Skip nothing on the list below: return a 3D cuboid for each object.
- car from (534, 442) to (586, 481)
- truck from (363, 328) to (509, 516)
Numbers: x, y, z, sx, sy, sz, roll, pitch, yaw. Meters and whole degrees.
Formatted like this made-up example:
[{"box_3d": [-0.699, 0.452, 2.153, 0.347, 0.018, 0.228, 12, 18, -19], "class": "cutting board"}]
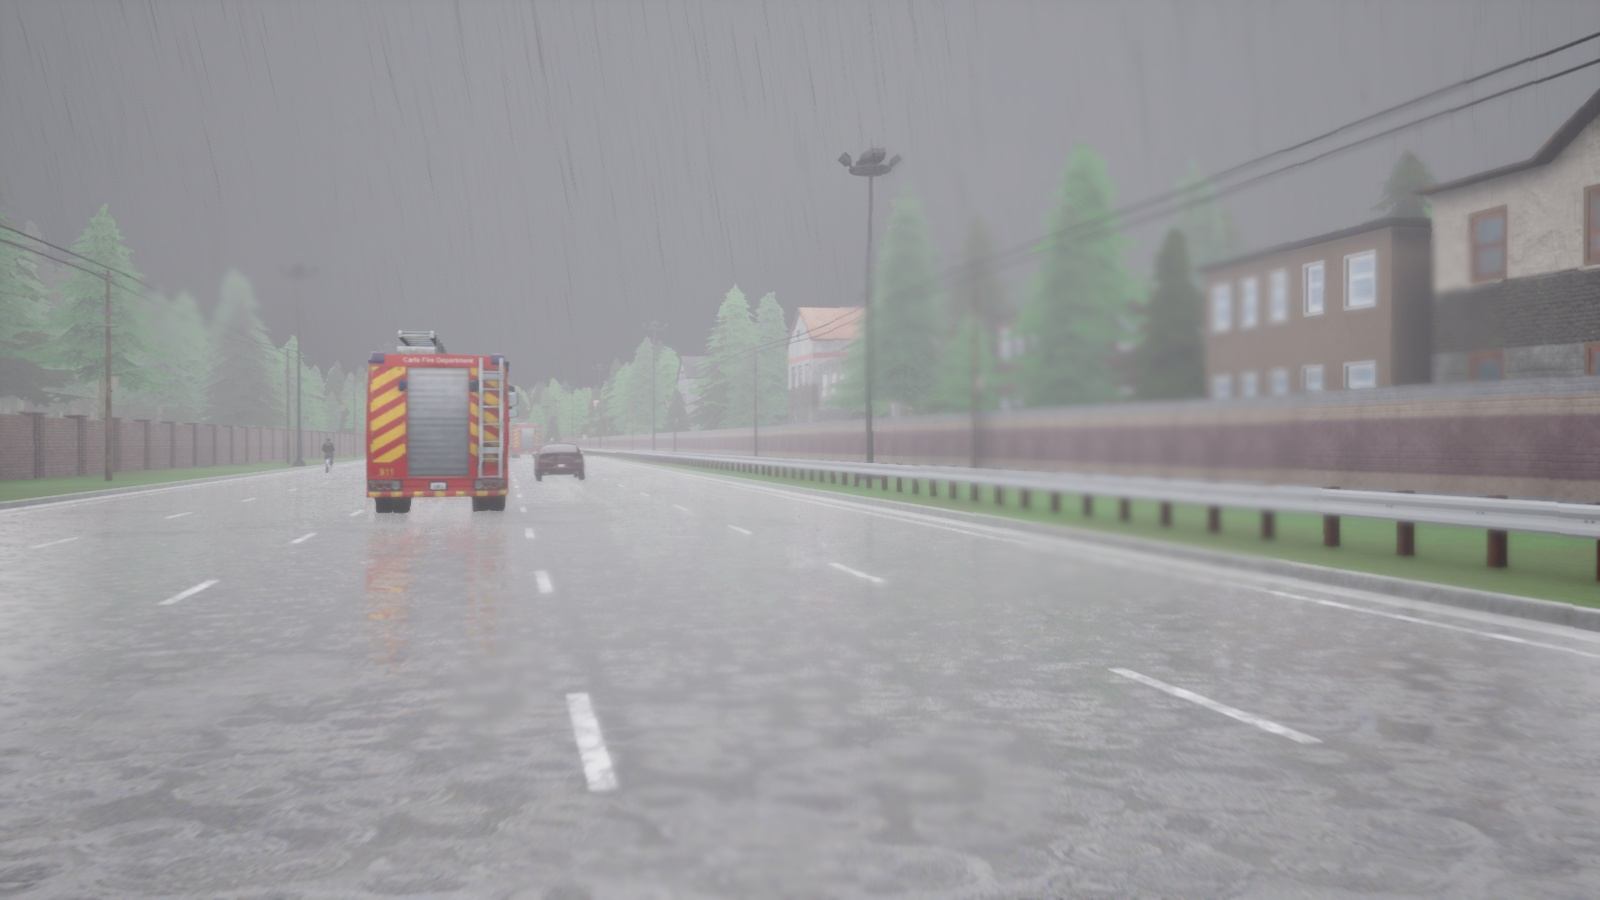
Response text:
[{"box_3d": [-9.827, 0.429, 51.114, 1.882, 1.535, 5.008, 0, 0, -13], "class": "car"}, {"box_3d": [-8.430, -0.593, 29.912, 2.891, 3.827, 8.468, 0, 0, -13], "class": "truck"}]
